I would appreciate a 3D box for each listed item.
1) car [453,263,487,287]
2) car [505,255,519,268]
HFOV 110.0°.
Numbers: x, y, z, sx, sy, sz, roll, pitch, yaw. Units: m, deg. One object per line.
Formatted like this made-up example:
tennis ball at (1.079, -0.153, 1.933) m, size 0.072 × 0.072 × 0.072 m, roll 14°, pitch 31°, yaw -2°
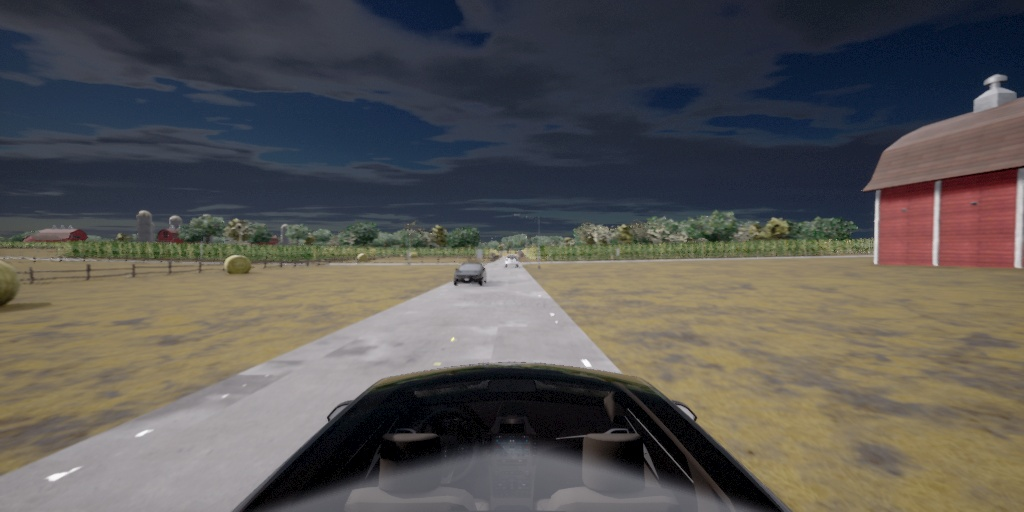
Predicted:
car at (-2.786, 1.196, 24.709) m, size 1.882 × 1.535 × 5.008 m, roll 0°, pitch 0°, yaw 1°
car at (-0.016, 0.803, 58.350) m, size 2.150 × 2.045 × 5.566 m, roll 0°, pitch 0°, yaw 0°
